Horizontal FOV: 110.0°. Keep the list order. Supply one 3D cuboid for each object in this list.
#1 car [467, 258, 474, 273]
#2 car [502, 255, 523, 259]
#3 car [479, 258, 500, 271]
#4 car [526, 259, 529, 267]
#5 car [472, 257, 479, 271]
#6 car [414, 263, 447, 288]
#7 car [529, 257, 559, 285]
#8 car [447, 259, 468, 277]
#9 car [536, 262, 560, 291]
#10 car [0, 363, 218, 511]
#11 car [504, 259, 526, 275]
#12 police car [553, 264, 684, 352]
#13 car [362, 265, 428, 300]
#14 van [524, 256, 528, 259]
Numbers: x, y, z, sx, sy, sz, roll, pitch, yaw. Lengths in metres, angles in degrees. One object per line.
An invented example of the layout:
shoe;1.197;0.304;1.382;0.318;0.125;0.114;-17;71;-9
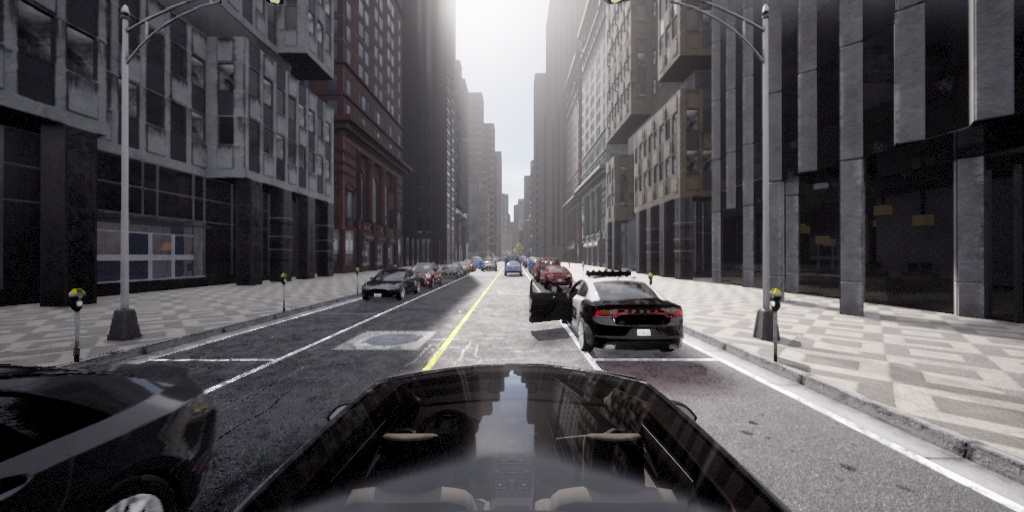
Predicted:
car;-5.703;1.250;39.875;1.751;1.417;4.829;0;0;0
car;0.109;0.940;48.951;2.150;2.045;5.566;0;0;1
car;-2.931;1.292;46.850;1.994;1.385;4.181;0;0;0
car;2.822;1.290;40.043;1.948;1.339;4.313;0;0;0
car;-5.694;1.161;45.681;1.967;1.591;4.097;0;0;0
car;-5.730;1.175;23.137;1.967;1.591;4.097;0;0;0
car;2.804;1.046;28.770;2.192;1.841;5.009;0;0;0
car;-5.712;1.278;34.409;2.007;1.370;4.403;0;0;0
car;2.796;1.280;23.133;1.888;1.381;4.507;0;0;0
car;-3.104;1.255;0.617;1.837;1.490;4.892;0;0;0
car;0.133;1.273;37.671;2.033;1.411;5.357;0;0;1
police car;2.377;1.170;9.040;1.930;1.638;5.238;0;0;0
car;-5.738;1.305;17.500;1.948;1.339;4.313;0;0;0
van;2.831;1.062;45.680;1.690;1.789;3.998;0;0;0
